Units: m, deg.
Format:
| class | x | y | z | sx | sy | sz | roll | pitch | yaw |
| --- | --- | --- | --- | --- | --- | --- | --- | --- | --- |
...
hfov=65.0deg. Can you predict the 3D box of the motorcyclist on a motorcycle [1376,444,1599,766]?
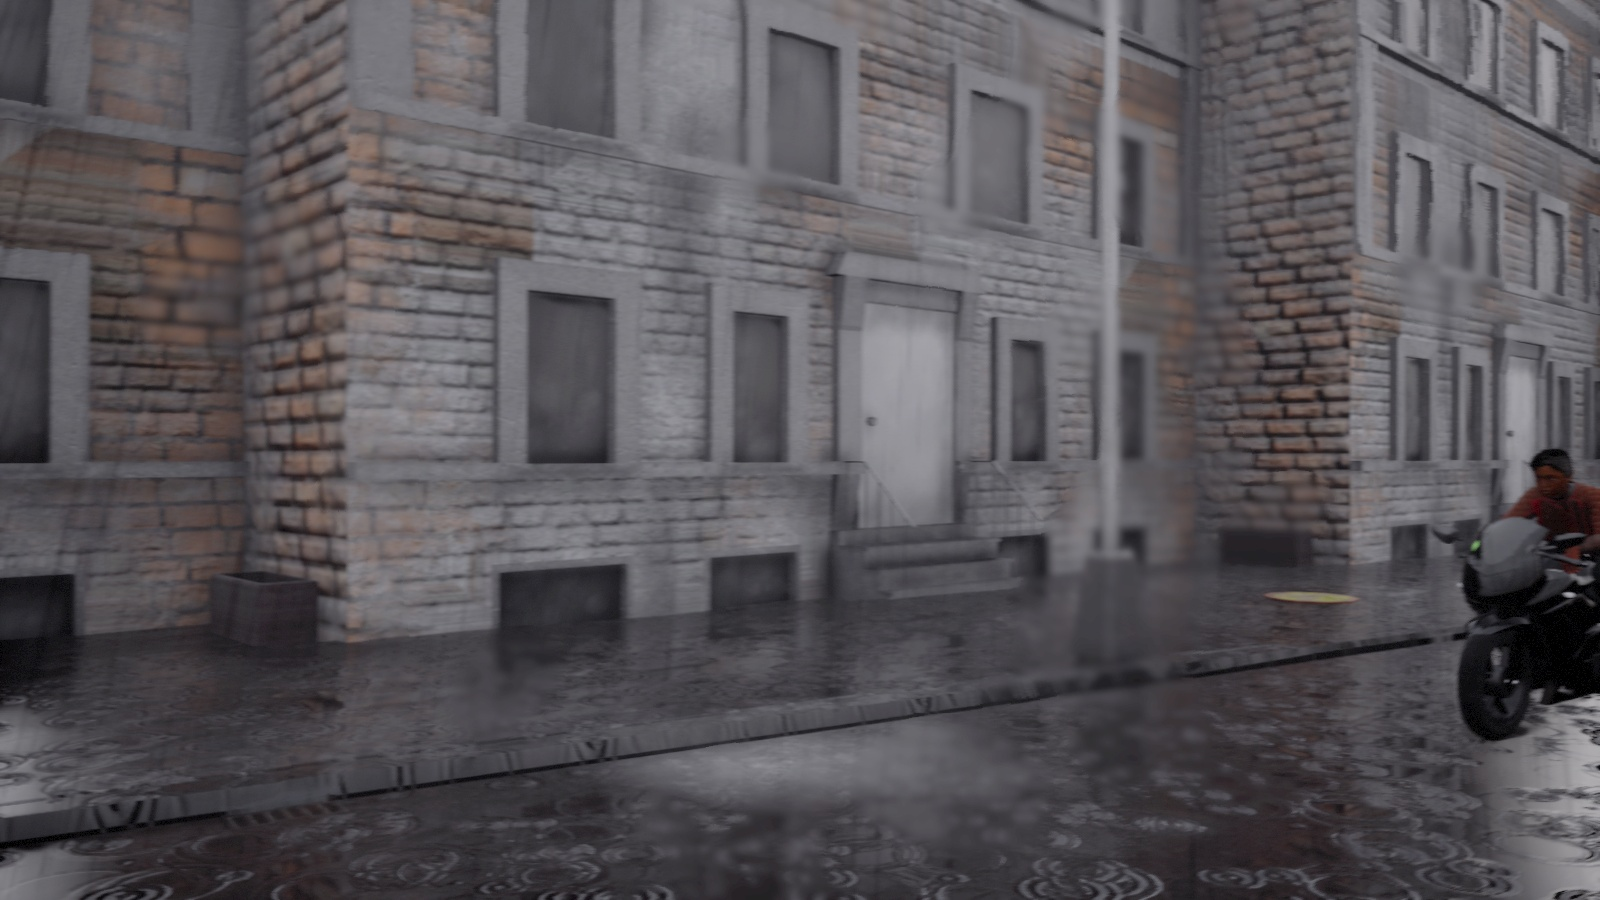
| class | x | y | z | sx | sy | sz | roll | pitch | yaw |
| --- | --- | --- | --- | --- | --- | --- | --- | --- | --- |
| motorcyclist on a motorcycle | 4.111 | 0.734 | 6.837 | 2.044 | 1.523 | 0.797 | 0 | 0 | -33 |
